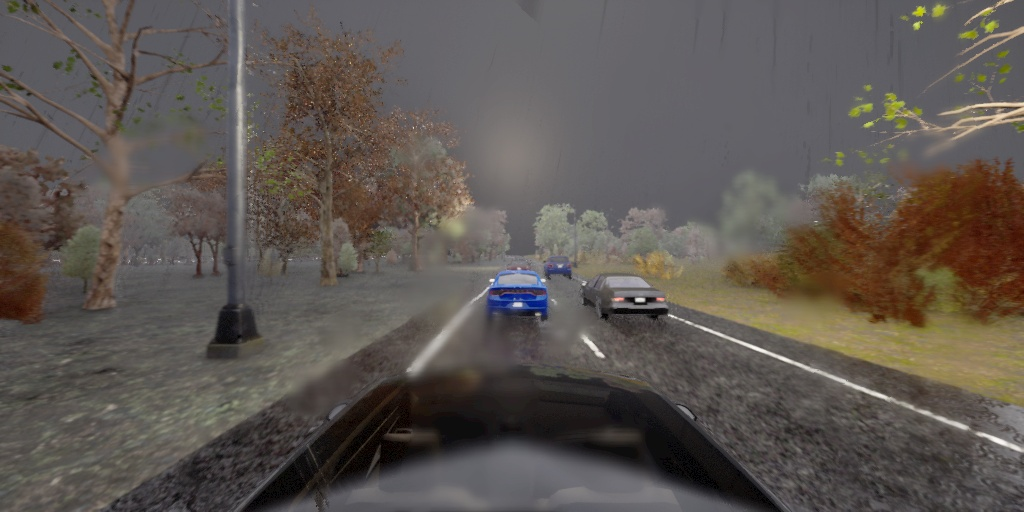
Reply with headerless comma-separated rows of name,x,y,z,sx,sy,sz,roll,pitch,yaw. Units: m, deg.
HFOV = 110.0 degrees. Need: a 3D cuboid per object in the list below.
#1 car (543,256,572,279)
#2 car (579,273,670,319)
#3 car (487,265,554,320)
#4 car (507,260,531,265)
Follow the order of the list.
car,4.142,0.988,33.010,2.150,2.045,5.566,0,0,1
car,3.693,1.304,12.748,2.033,1.411,5.357,0,0,1
car,0.201,1.233,12.668,1.882,1.535,5.008,0,0,1
car,0.645,1.118,33.160,2.097,1.767,4.553,0,0,1
